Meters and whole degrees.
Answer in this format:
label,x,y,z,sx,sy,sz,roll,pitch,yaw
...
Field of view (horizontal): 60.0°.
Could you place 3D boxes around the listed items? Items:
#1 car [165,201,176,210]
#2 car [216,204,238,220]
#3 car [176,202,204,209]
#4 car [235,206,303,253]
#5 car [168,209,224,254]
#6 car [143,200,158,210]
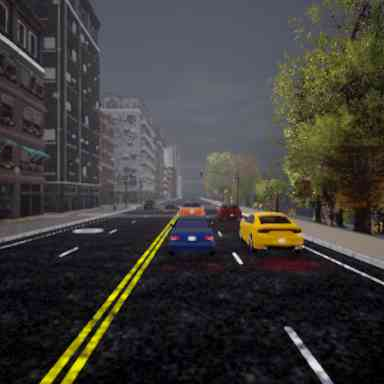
label,x,y,z,sx,sy,sz,roll,pitch,yaw
car,-3.265,2.053,52.750,2.033,1.411,5.357,0,-1,0
car,3.249,1.755,29.483,1.882,1.535,5.008,0,0,0
car,-0.003,1.624,29.074,2.097,1.767,4.553,0,-1,0
car,3.252,1.613,14.484,1.882,1.535,5.008,0,0,0
car,-0.002,1.678,13.991,2.033,1.411,5.357,0,-1,0
car,-6.517,2.016,52.444,1.837,1.490,4.892,0,-1,0
